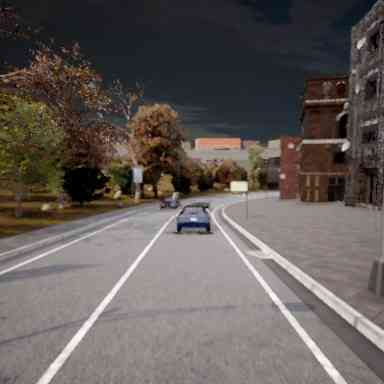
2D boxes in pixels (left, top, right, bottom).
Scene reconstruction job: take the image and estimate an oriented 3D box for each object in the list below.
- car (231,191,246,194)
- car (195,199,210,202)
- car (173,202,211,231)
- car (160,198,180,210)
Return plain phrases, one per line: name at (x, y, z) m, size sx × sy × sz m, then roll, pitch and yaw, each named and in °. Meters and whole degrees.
car at (11.247, -0.312, 78.362) m, size 2.150 × 2.045 × 5.566 m, roll 4°, pitch 4°, yaw 33°
car at (1.320, 1.482, 40.926) m, size 1.895 × 1.301 × 4.718 m, roll 1°, pitch 1°, yaw 8°
car at (0.107, 1.511, 20.438) m, size 1.994 × 1.385 × 4.181 m, roll 0°, pitch -1°, yaw 0°
car at (-2.517, 1.418, 39.680) m, size 1.994 × 1.385 × 4.181 m, roll 1°, pitch 1°, yaw 7°
